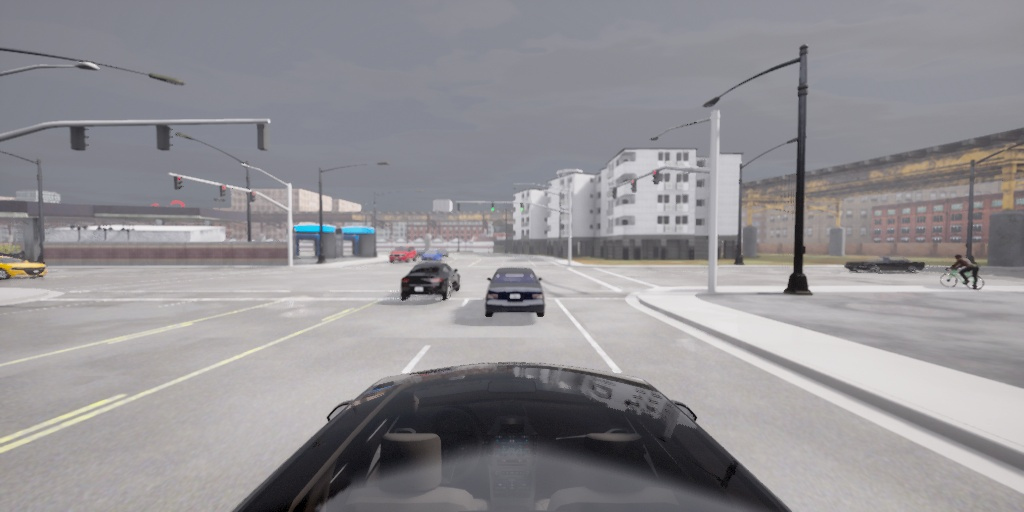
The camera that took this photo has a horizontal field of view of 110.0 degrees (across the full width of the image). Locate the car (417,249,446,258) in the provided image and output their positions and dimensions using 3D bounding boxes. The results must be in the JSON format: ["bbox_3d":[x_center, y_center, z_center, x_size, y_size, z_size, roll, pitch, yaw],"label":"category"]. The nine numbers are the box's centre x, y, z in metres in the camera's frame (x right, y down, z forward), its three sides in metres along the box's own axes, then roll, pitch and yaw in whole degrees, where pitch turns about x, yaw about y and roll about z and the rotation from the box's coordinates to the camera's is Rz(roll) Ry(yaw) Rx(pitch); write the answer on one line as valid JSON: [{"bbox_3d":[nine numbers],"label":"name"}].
[{"bbox_3d":[-10.003,0.022,45.005,1.882,1.535,5.008,0,2,-1],"label":"car"}]

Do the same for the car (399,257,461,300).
[{"bbox_3d":[-3.381,0.974,15.397,1.812,1.442,4.674,0,2,1],"label":"car"}]

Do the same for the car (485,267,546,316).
[{"bbox_3d":[0.091,1.082,12.231,2.033,1.411,5.357,0,1,0],"label":"car"}]

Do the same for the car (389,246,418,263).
[{"bbox_3d":[-13.465,-0.226,44.562,2.150,2.045,5.566,0,3,0],"label":"car"}]

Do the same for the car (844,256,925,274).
[{"bbox_3d":[29.130,0.689,28.168,4.718,1.301,1.895,0,2,-1],"label":"car"}]

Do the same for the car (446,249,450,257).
[{"bbox_3d":[-11.830,-0.472,61.107,1.837,1.490,4.892,0,2,-16],"label":"car"}]

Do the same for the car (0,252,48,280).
[{"bbox_3d":[-33.370,0.728,23.205,5.008,1.535,1.882,0,2,-1],"label":"car"}]

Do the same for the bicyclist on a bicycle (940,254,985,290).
[{"bbox_3d":[21.344,0.752,17.012,0.582,1.620,1.656,0,2,-1],"label":"bicyclist on a bicycle"}]
